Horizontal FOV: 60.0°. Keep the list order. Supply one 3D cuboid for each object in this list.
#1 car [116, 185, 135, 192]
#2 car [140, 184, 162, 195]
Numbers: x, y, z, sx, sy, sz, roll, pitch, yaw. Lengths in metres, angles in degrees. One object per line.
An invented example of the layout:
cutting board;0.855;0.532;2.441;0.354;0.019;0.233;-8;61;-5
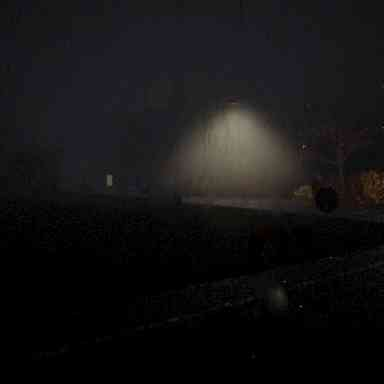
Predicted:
car;-12.653;-0.650;63.414;2.033;1.411;5.357;0;2;-36
car;-6.802;-0.522;55.256;2.097;1.767;4.553;0;2;-36
